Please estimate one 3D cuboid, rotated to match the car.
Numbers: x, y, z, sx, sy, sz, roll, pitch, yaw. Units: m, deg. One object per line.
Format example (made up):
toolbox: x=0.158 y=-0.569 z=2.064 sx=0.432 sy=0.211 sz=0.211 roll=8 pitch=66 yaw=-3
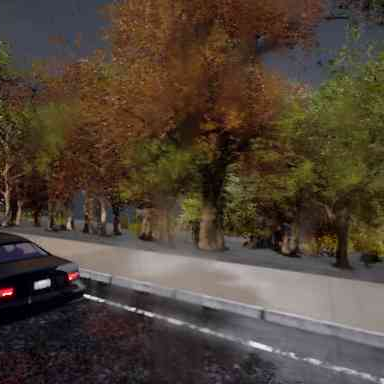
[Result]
car: x=-4.483 y=1.553 z=6.884 sx=5.357 sy=1.411 sz=2.033 roll=0 pitch=0 yaw=36
